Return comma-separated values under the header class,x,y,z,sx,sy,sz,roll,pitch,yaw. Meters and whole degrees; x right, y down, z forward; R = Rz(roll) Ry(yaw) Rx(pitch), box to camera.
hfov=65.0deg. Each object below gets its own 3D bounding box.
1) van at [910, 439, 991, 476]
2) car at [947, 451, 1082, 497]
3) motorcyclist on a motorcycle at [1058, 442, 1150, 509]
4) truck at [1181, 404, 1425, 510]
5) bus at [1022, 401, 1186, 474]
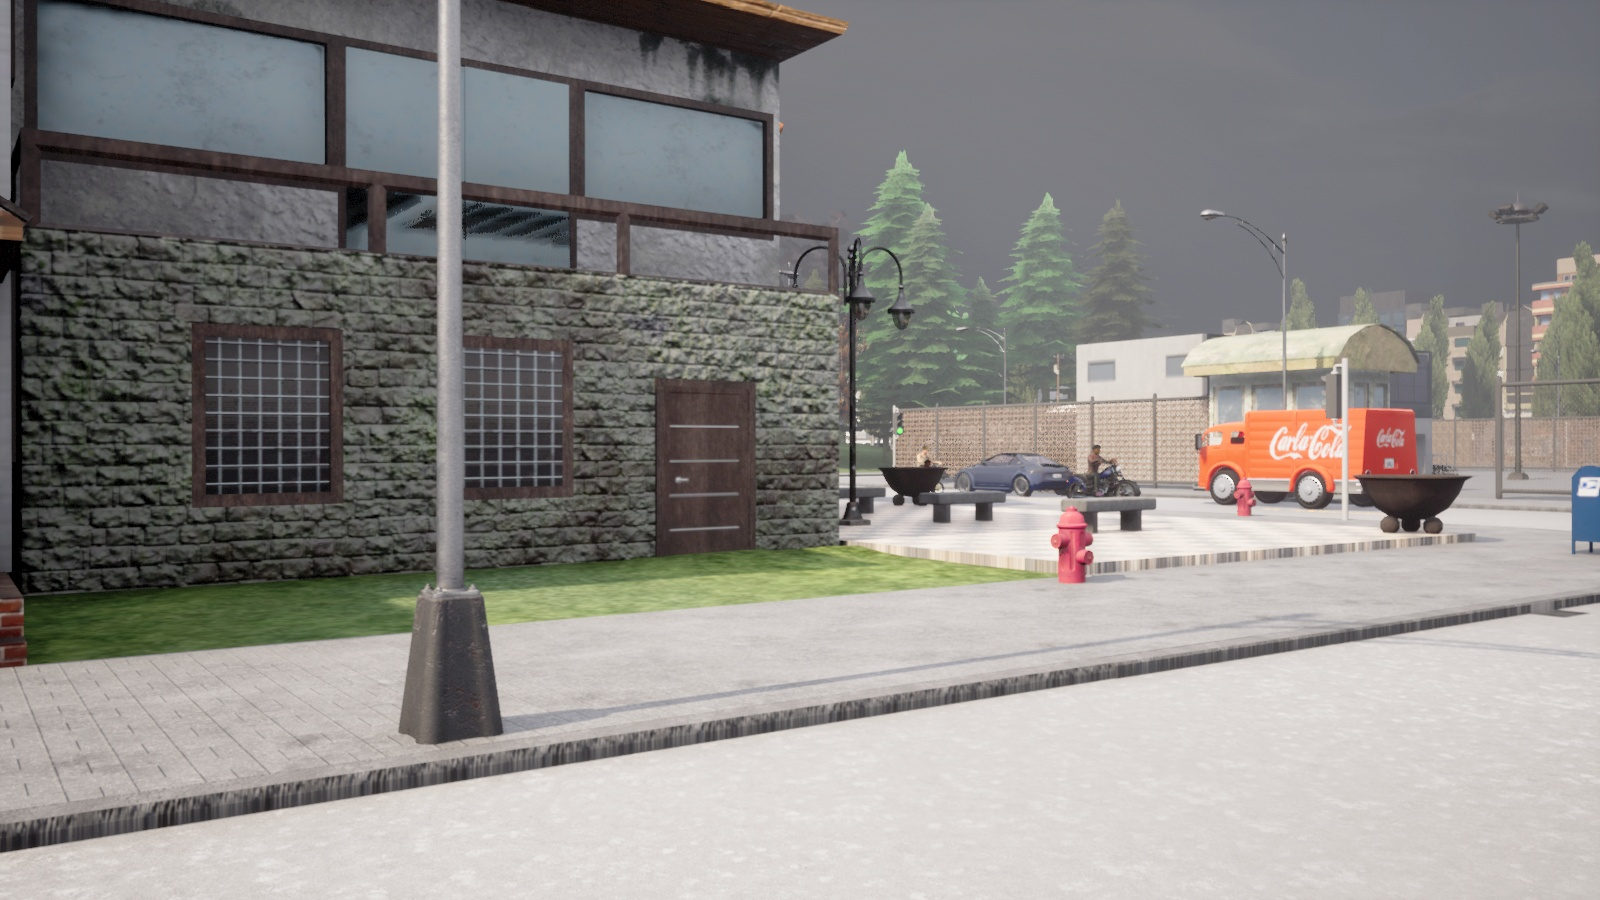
class,x,y,z,sx,sy,sz,roll,pitch,yaw
van,8.444,0.403,70.229,4.442,1.987,1.775,0,0,-35
car,6.851,0.742,40.510,1.994,1.385,4.181,0,0,-33
motorcyclist on a motorcycle,7.785,0.627,32.274,0.766,1.649,2.350,0,0,-35
truck,12.711,0.158,32.096,2.627,2.467,5.204,0,0,-33
bus,18.816,-0.798,77.447,10.273,4.253,3.944,-1,1,-35
